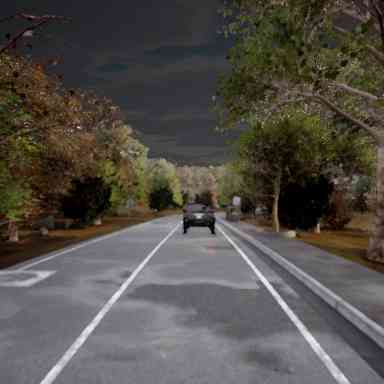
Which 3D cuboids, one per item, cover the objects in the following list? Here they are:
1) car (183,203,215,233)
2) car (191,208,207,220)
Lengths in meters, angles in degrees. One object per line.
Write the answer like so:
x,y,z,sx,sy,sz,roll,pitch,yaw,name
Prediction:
0.497,1.800,23.860,2.150,2.045,5.566,0,-2,1,car
1.042,3.076,47.409,2.128,1.511,4.902,0,-3,3,car
